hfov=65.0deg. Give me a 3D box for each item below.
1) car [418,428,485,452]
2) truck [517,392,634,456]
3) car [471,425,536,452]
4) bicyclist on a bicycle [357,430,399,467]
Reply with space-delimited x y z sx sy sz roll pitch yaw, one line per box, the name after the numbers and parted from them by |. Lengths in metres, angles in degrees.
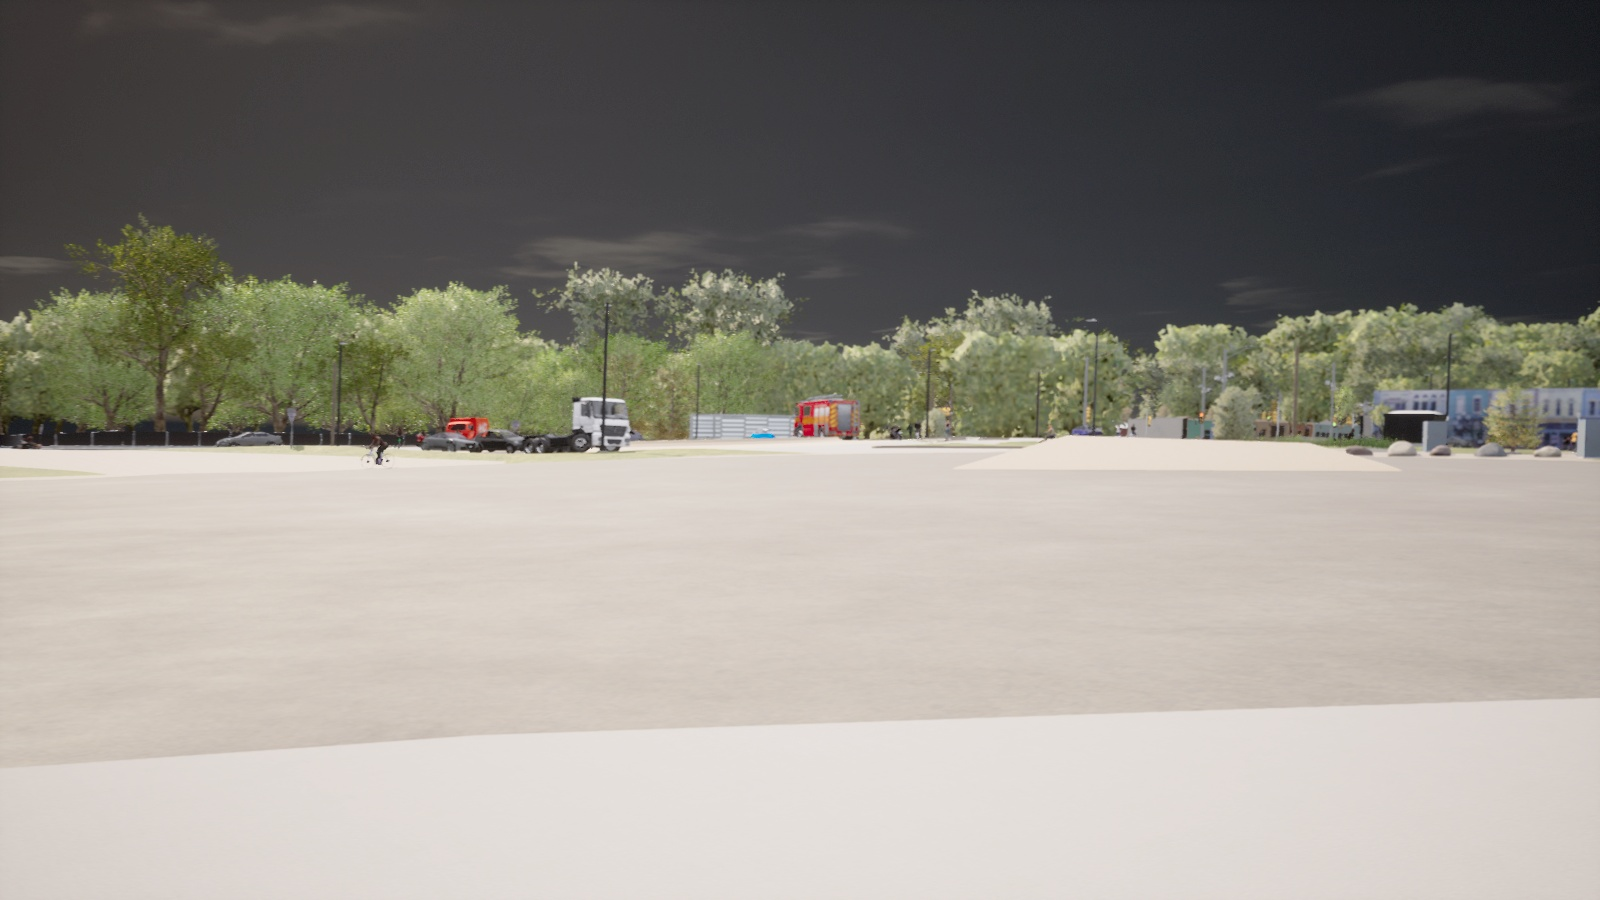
-23.137 -0.653 83.279 4.181 1.385 1.994 3 0 34 | car
-14.117 -1.536 78.691 7.936 3.462 2.891 -3 -4 41 | truck
-20.406 -0.806 86.355 3.988 1.617 1.851 1 5 23 | car
-18.922 -0.096 56.328 0.582 1.620 1.656 0 1 43 | bicyclist on a bicycle
